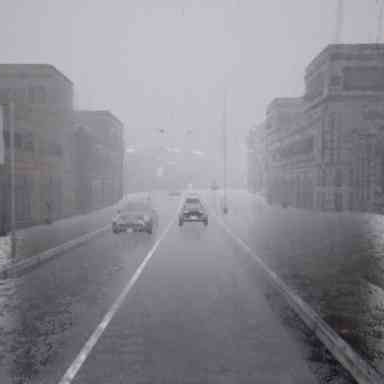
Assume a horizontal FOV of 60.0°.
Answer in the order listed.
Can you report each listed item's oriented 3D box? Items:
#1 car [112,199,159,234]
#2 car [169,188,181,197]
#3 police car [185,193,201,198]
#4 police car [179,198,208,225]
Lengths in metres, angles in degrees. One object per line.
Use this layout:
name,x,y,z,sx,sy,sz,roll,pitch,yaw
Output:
car,-3.098,1.342,18.958,2.097,1.767,4.553,0,0,0
car,-3.042,0.061,60.117,1.994,1.385,4.181,0,4,1
police car,0.101,1.003,42.560,1.930,1.638,5.238,0,3,0
police car,0.101,1.491,24.110,2.038,1.542,4.974,0,0,0
